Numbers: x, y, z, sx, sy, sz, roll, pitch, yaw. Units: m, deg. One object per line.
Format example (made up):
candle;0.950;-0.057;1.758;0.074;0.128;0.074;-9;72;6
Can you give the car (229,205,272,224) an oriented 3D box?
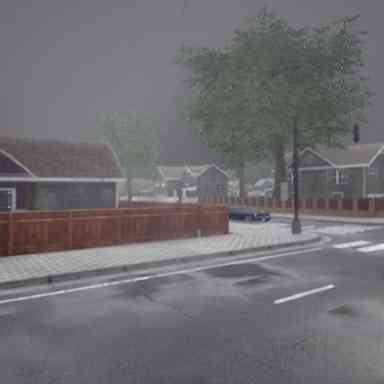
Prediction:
car;4.005;1.729;26.064;1.895;1.301;4.718;-1;0;-33
